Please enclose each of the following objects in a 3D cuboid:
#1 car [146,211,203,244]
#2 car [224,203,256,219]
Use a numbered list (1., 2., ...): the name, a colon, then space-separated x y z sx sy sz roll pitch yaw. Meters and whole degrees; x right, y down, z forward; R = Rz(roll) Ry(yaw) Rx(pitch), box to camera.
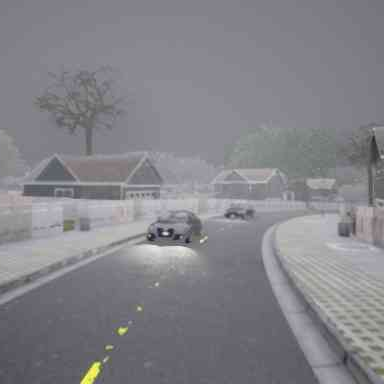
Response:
1. car: -0.712 1.609 16.227 1.994 1.385 4.181 1 0 13
2. car: 4.782 1.830 32.395 2.033 1.411 5.357 1 -1 25
